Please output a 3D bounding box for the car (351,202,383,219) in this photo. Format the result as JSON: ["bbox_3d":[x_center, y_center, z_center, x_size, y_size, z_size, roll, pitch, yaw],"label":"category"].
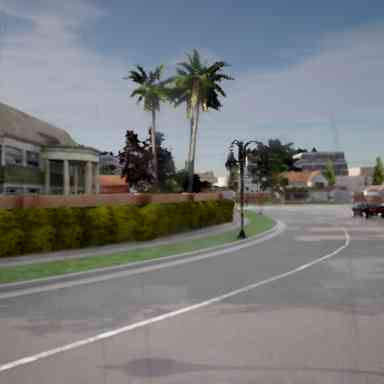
[{"bbox_3d":[16.657,1.712,31.472,1.837,1.490,4.892,-1,-1,6],"label":"car"}]
